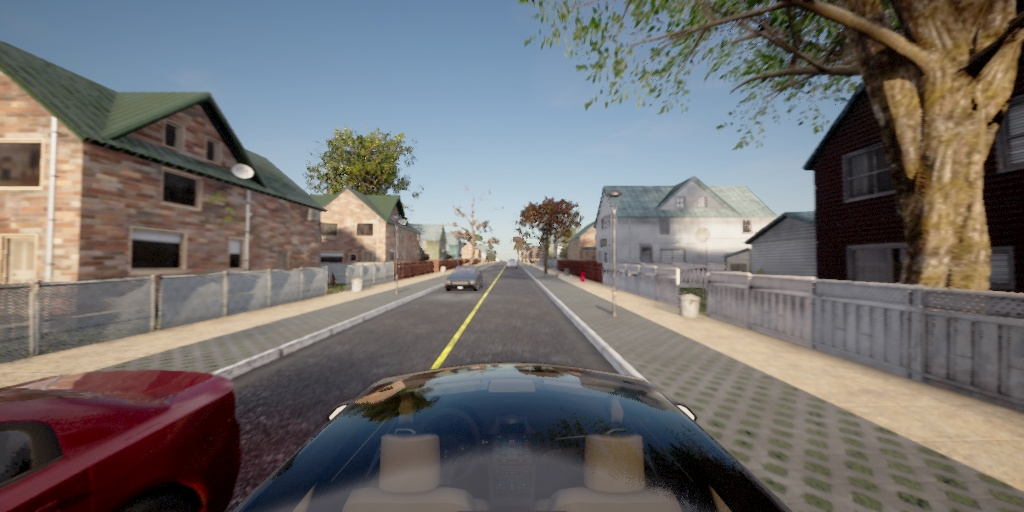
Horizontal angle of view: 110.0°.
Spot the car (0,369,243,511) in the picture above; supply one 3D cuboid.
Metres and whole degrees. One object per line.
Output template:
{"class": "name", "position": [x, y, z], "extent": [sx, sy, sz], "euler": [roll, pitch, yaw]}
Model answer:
{"class": "car", "position": [-2.832, 1.227, 0.403], "extent": [1.882, 1.535, 5.008], "euler": [0, 0, 0]}

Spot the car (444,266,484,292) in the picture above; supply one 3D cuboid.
{"class": "car", "position": [-2.777, 1.327, 21.950], "extent": [2.033, 1.411, 5.357], "euler": [0, 0, 1]}

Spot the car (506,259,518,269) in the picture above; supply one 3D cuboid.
{"class": "car", "position": [-0.011, 1.400, 60.268], "extent": [1.812, 1.442, 4.674], "euler": [0, 0, 0]}
